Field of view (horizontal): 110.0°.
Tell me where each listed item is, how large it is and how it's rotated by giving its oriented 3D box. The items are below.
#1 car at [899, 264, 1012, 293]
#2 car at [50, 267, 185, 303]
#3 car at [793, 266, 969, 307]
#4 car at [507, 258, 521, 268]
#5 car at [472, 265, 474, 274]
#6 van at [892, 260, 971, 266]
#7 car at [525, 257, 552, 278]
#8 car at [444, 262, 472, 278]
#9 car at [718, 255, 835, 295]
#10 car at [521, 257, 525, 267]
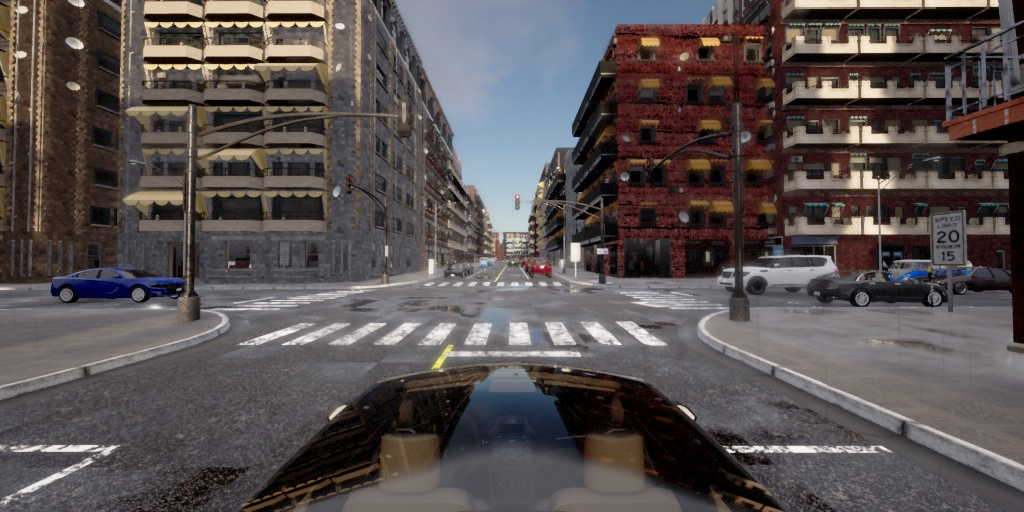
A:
[{"bbox_3d":[24.318,1.271,18.989,5.357,1.411,2.033,0,-1,0],"label":"car"},{"bbox_3d":[-17.582,1.255,16.242,5.008,1.535,1.882,0,-1,0],"label":"car"},{"bbox_3d":[13.771,1.185,13.610,4.403,1.370,2.007,0,0,0],"label":"car"},{"bbox_3d":[0.233,1.178,64.447,2.097,1.767,4.553,0,0,0],"label":"car"},{"bbox_3d":[-5.232,1.331,39.461,1.948,1.339,4.313,0,0,0],"label":"car"},{"bbox_3d":[24.946,1.115,21.438,3.998,1.789,1.690,0,0,0],"label":"van"},{"bbox_3d":[2.637,1.077,33.928,2.192,1.841,5.009,0,0,0],"label":"car"},{"bbox_3d":[-5.244,1.328,33.900,1.948,1.339,4.313,0,0,0],"label":"car"},{"bbox_3d":[14.066,0.969,19.046,5.566,2.045,2.150,0,-1,0],"label":"car"},{"bbox_3d":[2.661,1.086,45.051,2.192,1.841,5.009,0,0,0],"label":"car"}]
